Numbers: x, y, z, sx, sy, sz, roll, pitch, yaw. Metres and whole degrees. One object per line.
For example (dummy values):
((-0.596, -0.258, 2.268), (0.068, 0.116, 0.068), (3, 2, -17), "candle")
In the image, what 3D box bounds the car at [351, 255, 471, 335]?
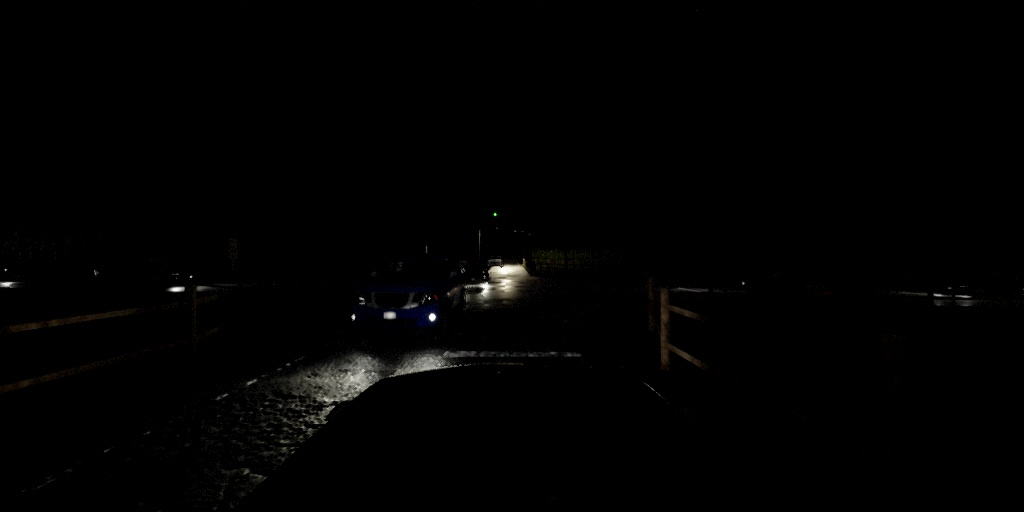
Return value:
((-2.745, 0.984, 10.844), (2.150, 2.045, 5.566), (0, 0, 0), "car")

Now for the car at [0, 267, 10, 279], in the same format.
((-31.847, 0.710, 20.451), (4.674, 1.442, 1.812), (2, 0, 0), "car")

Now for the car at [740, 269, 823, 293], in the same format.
((18.017, 1.620, 24.117), (4.902, 1.511, 2.128), (1, 0, 0), "car")

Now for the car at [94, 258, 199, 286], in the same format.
((-20.724, 0.889, 20.444), (4.892, 1.490, 1.837), (1, 0, 0), "car")

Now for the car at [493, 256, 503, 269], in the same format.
((-2.664, 1.002, 57.713), (2.150, 2.045, 5.566), (0, 0, 0), "car")

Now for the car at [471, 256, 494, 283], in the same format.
((-2.764, 1.092, 27.889), (2.097, 1.767, 4.553), (1, 0, 0), "car")

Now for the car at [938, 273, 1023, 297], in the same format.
((31.835, 1.895, 24.105), (4.892, 1.490, 1.837), (0, 0, 0), "car")
